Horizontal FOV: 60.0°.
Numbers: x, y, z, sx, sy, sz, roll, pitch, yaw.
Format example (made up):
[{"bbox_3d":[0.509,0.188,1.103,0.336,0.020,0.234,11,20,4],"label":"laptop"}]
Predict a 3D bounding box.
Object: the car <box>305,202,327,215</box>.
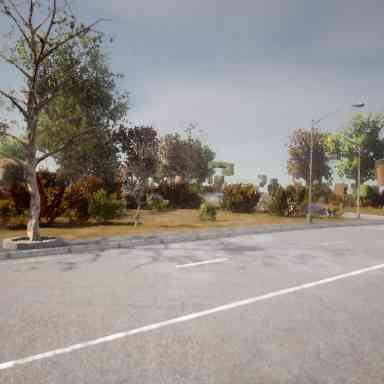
[{"bbox_3d":[16.141,2.102,45.040,2.097,1.767,4.553,3,-1,-21],"label":"car"}]
